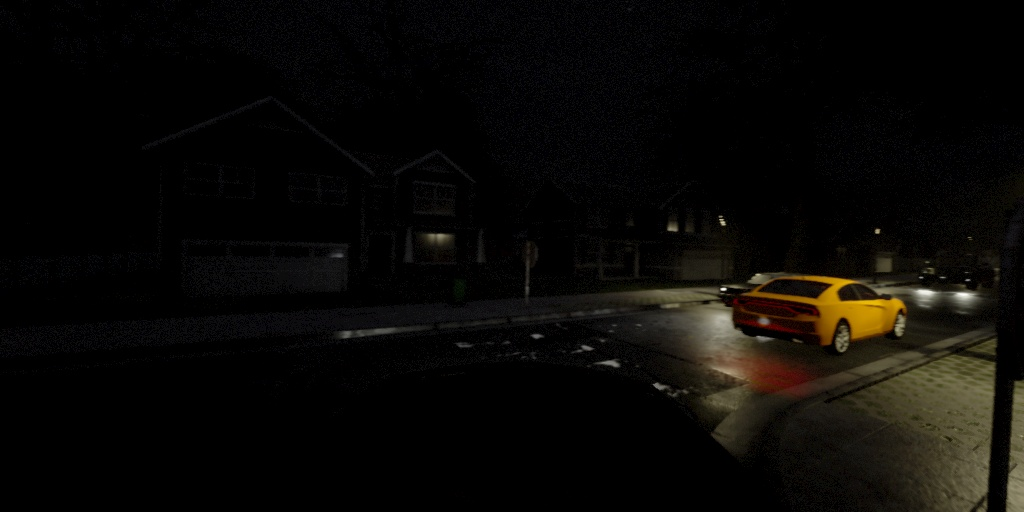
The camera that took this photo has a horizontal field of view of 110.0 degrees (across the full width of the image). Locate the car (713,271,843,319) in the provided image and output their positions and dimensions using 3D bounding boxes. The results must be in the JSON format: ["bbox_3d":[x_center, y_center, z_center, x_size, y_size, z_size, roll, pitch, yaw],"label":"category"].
[{"bbox_3d":[9.763,1.286,13.112,4.718,1.301,1.895,0,2,-27],"label":"car"}]

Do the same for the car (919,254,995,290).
[{"bbox_3d":[28.098,0.917,22.600,5.566,2.045,2.150,0,2,-27],"label":"car"}]

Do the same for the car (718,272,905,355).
[{"bbox_3d":[7.544,1.235,8.746,5.008,1.535,1.882,0,2,-27],"label":"car"}]
